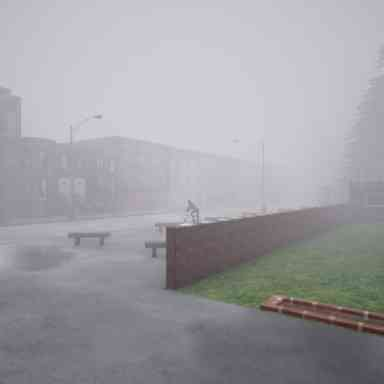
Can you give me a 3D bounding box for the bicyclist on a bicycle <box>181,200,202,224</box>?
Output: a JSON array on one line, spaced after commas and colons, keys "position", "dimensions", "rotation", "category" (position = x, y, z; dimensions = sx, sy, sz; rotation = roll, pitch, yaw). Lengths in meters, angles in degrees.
[{"position": [-0.031, 1.340, 20.852], "dimensions": [1.656, 1.620, 0.582], "rotation": [0, 0, 35], "category": "bicyclist on a bicycle"}]
